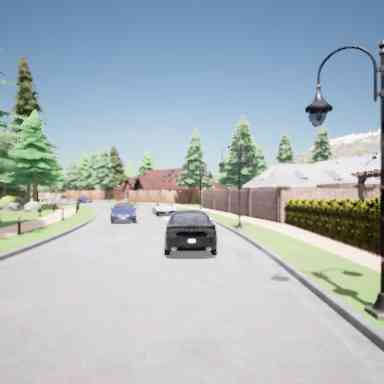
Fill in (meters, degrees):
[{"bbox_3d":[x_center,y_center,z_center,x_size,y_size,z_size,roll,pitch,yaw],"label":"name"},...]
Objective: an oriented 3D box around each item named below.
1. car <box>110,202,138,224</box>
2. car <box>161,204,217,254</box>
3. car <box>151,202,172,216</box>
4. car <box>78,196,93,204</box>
[{"bbox_3d":[-5.059,1.516,24.847,1.812,1.442,4.674,0,0,-10],"label":"car"},{"bbox_3d":[-0.129,1.472,13.483,1.882,1.535,5.008,0,0,-3],"label":"car"},{"bbox_3d":[-2.809,1.588,32.409,1.895,1.301,4.718,0,0,-13],"label":"car"},{"bbox_3d":[-20.322,1.492,63.222,1.812,1.442,4.674,0,0,-32],"label":"car"}]
